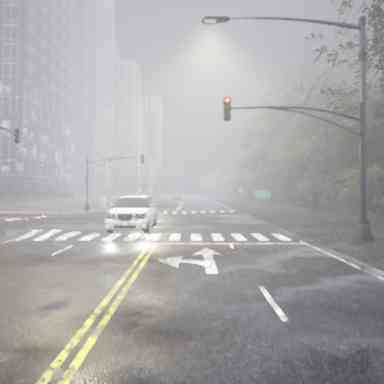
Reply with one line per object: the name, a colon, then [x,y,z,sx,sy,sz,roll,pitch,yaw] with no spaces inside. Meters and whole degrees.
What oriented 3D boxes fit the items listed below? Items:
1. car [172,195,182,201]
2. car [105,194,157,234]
car: [-3.354,1.289,74.992,1.994,1.385,4.181,0,0,0]
car: [-3.274,1.173,18.920,2.150,2.045,5.566,0,1,0]
